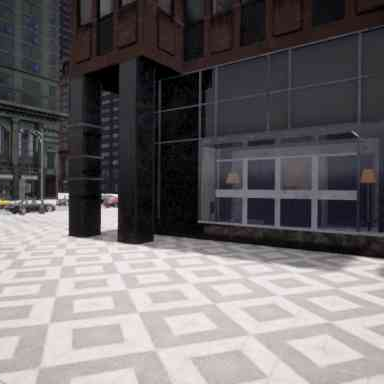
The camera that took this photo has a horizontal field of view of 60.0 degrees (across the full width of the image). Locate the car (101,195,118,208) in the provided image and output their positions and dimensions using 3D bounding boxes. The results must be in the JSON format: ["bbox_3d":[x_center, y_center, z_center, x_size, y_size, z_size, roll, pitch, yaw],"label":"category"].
[{"bbox_3d":[-8.748,1.241,39.963,1.802,1.307,4.206,2,2,36],"label":"car"}]

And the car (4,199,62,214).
[{"bbox_3d":[-15.007,1.338,31.216,2.008,1.369,4.403,2,2,36],"label":"car"}]

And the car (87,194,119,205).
[{"bbox_3d":[-12.959,1.078,48.726,1.947,1.339,4.313,2,2,36],"label":"car"}]

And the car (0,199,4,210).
[{"bbox_3d":[-18.137,1.415,26.842,1.947,1.339,4.313,2,2,36],"label":"car"}]

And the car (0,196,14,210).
[{"bbox_3d":[-22.140,1.229,35.895,1.752,1.417,4.829,2,2,36],"label":"car"}]

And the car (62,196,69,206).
[{"bbox_3d":[-15.986,1.128,44.496,2.008,1.369,4.403,2,2,36],"label":"car"}]
